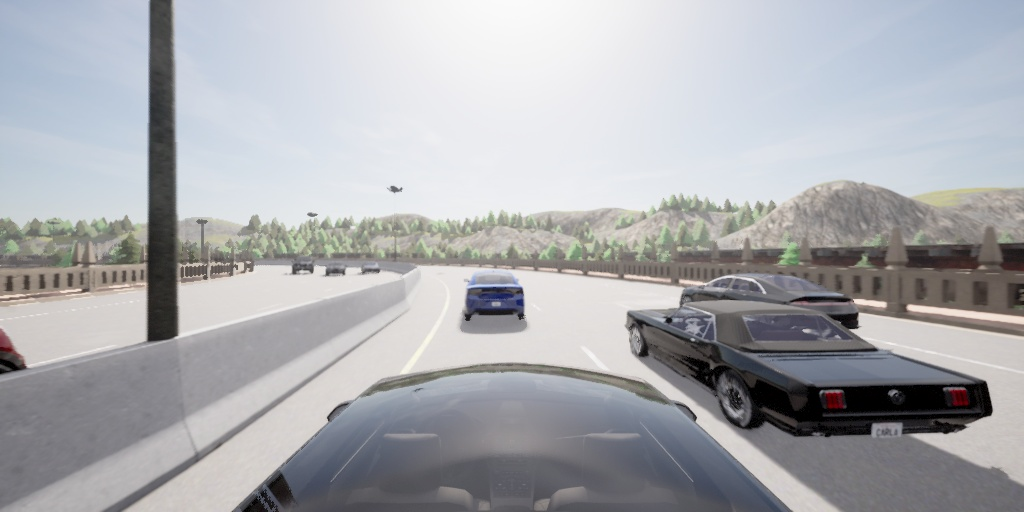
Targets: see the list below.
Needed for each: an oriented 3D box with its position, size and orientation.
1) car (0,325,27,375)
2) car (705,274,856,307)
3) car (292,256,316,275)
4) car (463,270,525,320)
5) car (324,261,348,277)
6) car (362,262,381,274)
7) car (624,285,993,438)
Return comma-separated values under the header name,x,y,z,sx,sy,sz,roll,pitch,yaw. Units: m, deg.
name,x,y,z,sx,sy,sz,roll,pitch,yaw
car,-7.247,1.122,2.567,2.097,1.767,4.553,0,0,-2
car,6.584,1.229,9.941,2.128,1.511,4.902,0,0,-5
car,-24.588,1.067,42.375,2.150,2.045,5.566,0,0,-28
car,-0.705,1.237,12.818,1.882,1.535,5.008,0,0,-6
car,-18.528,1.332,37.848,1.837,1.490,4.892,0,-1,-24
car,-16.620,1.371,42.183,2.033,1.411,5.357,0,0,-26
car,3.403,1.344,5.570,1.895,1.301,4.718,0,0,-3
